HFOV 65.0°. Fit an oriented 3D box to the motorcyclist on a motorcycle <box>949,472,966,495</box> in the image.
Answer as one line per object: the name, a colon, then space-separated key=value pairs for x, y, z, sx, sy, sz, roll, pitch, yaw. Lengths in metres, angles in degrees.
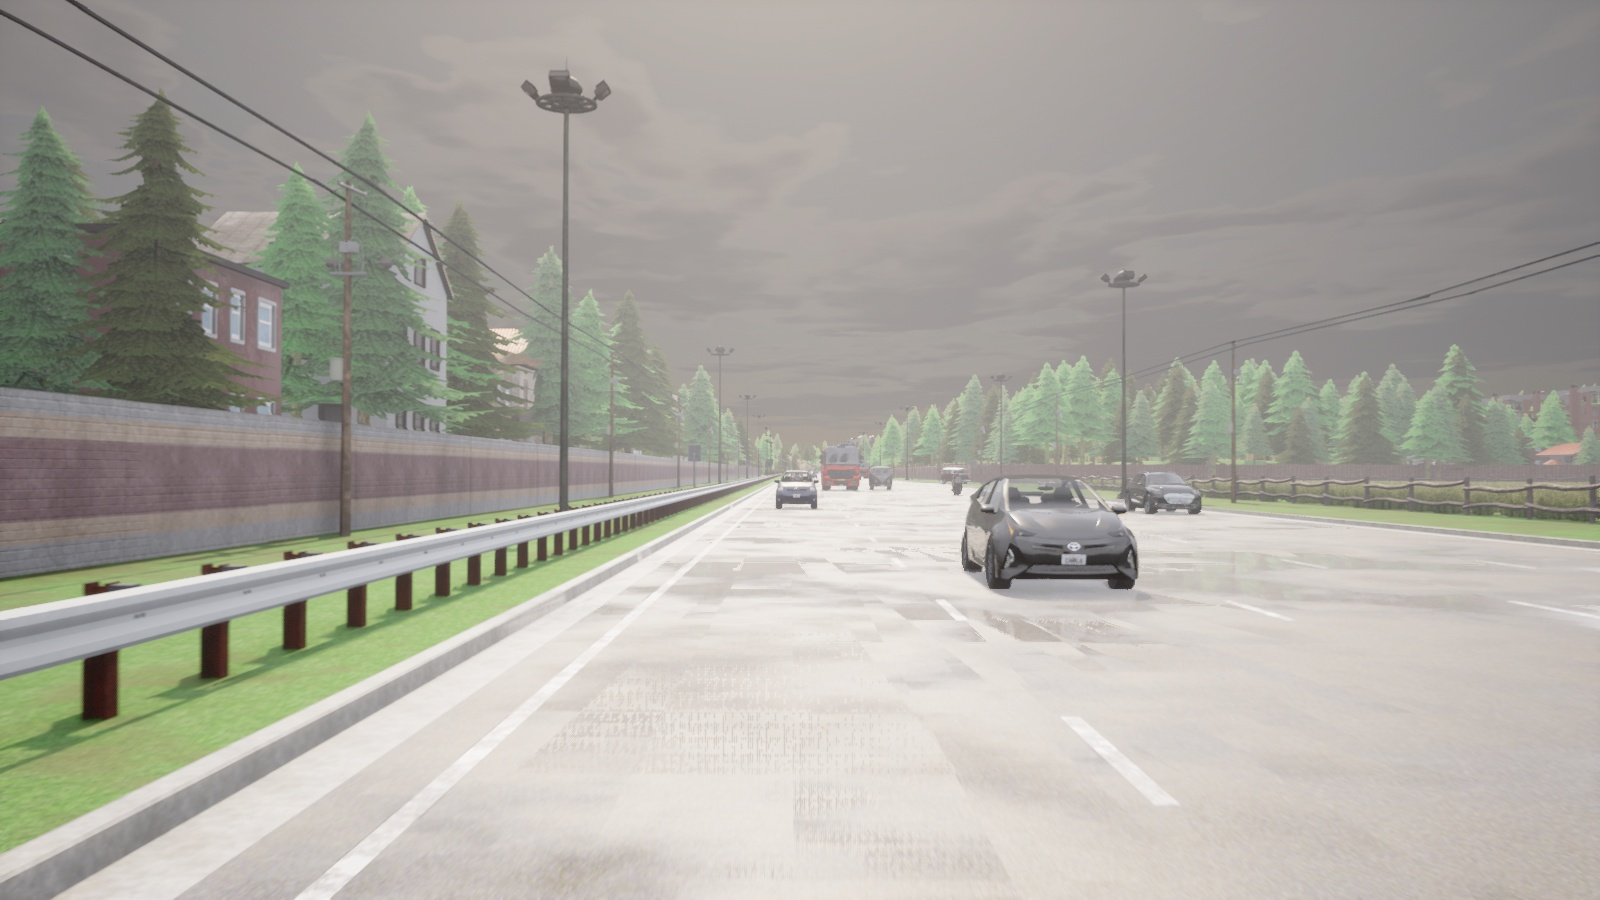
motorcyclist on a motorcycle: x=10.296 y=2.184 z=82.172 sx=0.866 sy=1.530 sz=2.191 roll=0 pitch=-1 yaw=0

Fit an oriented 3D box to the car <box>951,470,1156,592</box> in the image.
car: x=3.456 y=1.050 z=18.049 sx=2.007 sy=1.525 sz=4.514 roll=0 pitch=-1 yaw=0

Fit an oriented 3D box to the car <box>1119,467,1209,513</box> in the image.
car: x=13.884 y=1.496 z=48.227 sx=2.033 sy=1.649 sz=4.856 roll=0 pitch=-1 yaw=0

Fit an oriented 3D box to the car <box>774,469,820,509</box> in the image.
car: x=-0.126 y=1.589 z=52.299 sx=1.851 sy=1.617 sz=3.988 roll=0 pitch=-1 yaw=0
